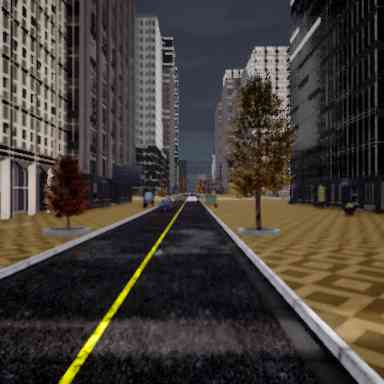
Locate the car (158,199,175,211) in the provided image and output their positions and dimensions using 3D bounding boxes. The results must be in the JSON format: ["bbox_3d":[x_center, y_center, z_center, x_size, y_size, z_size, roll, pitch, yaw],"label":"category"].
[{"bbox_3d":[-3.090,1.551,40.762,2.033,1.411,5.357,0,0,0],"label":"car"}]

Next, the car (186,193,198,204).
[{"bbox_3d":[-0.001,1.216,66.035,2.150,2.045,5.566,0,0,0],"label":"car"}]

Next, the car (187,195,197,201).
[{"bbox_3d":[-0.002,1.411,77.431,2.033,1.411,5.357,0,0,0],"label":"car"}]

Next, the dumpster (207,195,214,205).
[{"bbox_3d":[3.130,1.399,56.658,1.020,1.700,1.940,0,0,0],"label":"dumpster"}]

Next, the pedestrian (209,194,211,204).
[{"bbox_3d":[3.133,1.145,58.116,0.375,1.860,0.375,0,0,-1],"label":"pedestrian"}]
